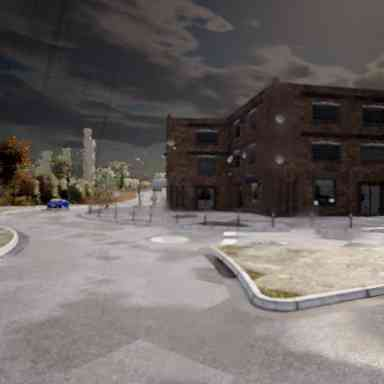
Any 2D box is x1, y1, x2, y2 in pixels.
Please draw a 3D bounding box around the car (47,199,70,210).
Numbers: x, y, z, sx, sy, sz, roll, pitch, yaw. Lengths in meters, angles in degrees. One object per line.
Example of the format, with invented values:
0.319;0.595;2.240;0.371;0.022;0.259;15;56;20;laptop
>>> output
-17.856;1.618;44.633;1.882;1.535;5.008;0;-2;-6;car
